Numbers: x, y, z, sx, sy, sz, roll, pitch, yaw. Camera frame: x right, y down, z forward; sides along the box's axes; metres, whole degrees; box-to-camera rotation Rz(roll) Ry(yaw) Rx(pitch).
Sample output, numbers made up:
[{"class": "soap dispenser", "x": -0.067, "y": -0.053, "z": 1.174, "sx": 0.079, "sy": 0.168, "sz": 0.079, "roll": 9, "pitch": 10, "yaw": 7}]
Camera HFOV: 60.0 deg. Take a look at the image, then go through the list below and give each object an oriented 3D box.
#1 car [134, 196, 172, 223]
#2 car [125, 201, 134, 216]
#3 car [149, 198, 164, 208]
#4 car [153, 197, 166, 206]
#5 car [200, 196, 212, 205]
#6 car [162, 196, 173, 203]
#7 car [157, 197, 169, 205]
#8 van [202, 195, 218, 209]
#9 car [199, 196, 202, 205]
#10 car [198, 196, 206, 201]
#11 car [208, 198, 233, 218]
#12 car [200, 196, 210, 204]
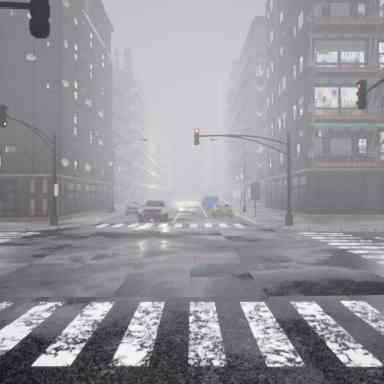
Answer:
[{"class": "car", "x": -2.750, "y": 1.357, "z": 25.184, "sx": 2.097, "sy": 1.767, "sz": 4.553, "roll": 0, "pitch": 0, "yaw": 0}, {"class": "car", "x": -5.436, "y": 1.565, "z": 32.665, "sx": 2.008, "sy": 1.369, "sz": 4.403, "roll": 1, "pitch": 0, "yaw": 0}, {"class": "car", "x": -5.307, "y": 1.613, "z": 49.638, "sx": 1.802, "sy": 1.307, "sz": 4.206, "roll": 1, "pitch": 0, "yaw": 0}, {"class": "car", "x": -5.307, "y": 1.563, "z": 55.126, "sx": 1.752, "sy": 1.417, "sz": 4.829, "roll": 1, "pitch": 0, "yaw": 0}, {"class": "car", "x": 2.574, "y": 1.485, "z": 61.009, "sx": 1.967, "sy": 1.590, "sz": 4.097, "roll": 1, "pitch": 0, "yaw": 0}, {"class": "car", "x": -5.307, "y": 1.612, "z": 72.270, "sx": 2.008, "sy": 1.369, "sz": 4.403, "roll": 1, "pitch": 0, "yaw": 0}, {"class": "car", "x": -5.307, "y": 1.627, "z": 60.954, "sx": 1.802, "sy": 1.307, "sz": 4.206, "roll": 1, "pitch": 0, "yaw": 0}, {"class": "van", "x": 2.608, "y": 1.366, "z": 44.044, "sx": 1.690, "sy": 1.788, "sz": 3.998, "roll": 1, "pitch": 0, "yaw": 0}, {"class": "car", "x": 2.576, "y": 1.346, "z": 49.697, "sx": 2.192, "sy": 1.841, "sz": 5.009, "roll": 1, "pitch": 0, "yaw": 0}, {"class": "car", "x": 2.572, "y": 1.627, "z": 83.634, "sx": 1.887, "sy": 1.381, "sz": 4.507, "roll": 1, "pitch": 0, "yaw": 0}, {"class": "car", "x": 2.704, "y": 1.537, "z": 30.210, "sx": 1.752, "sy": 1.417, "sz": 4.829, "roll": 1, "pitch": 0, "yaw": 0}, {"class": "car", "x": 2.573, "y": 1.604, "z": 66.666, "sx": 2.008, "sy": 1.369, "sz": 4.403, "roll": 1, "pitch": 0, "yaw": 0}]
